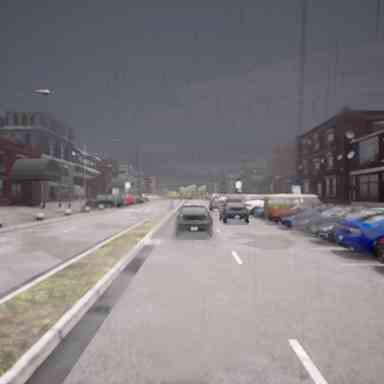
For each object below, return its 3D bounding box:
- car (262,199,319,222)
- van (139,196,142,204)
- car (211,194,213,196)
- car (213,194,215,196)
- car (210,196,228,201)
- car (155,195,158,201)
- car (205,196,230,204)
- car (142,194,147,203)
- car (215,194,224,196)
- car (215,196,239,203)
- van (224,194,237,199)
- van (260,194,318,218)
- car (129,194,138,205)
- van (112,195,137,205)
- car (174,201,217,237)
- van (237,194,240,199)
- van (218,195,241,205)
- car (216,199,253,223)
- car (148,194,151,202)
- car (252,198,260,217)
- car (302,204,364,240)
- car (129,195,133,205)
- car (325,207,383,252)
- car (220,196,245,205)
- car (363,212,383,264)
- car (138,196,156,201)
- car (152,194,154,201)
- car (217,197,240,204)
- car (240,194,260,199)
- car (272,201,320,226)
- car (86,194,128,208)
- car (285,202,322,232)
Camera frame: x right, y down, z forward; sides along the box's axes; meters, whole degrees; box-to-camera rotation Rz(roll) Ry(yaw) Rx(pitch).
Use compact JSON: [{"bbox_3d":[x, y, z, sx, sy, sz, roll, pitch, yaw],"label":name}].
[{"bbox_3d":[7.648,1.432,22.593,5.008,1.535,2.097,0,0,0],"label":"car"},{"bbox_3d":[-12.983,1.513,66.723,4.442,1.987,1.878,0,0,0],"label":"van"},{"bbox_3d":[7.615,1.650,80.505,4.553,1.767,2.185,0,0,0],"label":"car"},{"bbox_3d":[7.831,1.756,72.229,5.366,1.575,1.946,0,0,0],"label":"car"},{"bbox_3d":[7.642,1.810,94.284,5.008,1.535,2.097,0,0,0],"label":"car"},{"bbox_3d":[-13.000,1.784,91.860,5.366,1.575,1.946,0,0,0],"label":"car"},{"bbox_3d":[3.100,1.587,41.809,2.128,1.511,4.902,0,0,0],"label":"car"},{"bbox_3d":[-12.829,1.497,69.622,5.566,2.045,2.435,0,0,0],"label":"car"},{"bbox_3d":[7.617,1.464,61.198,5.566,2.045,2.435,0,0,0],"label":"car"},{"bbox_3d":[7.831,1.763,74.988,5.366,1.575,1.946,0,0,0],"label":"car"},{"bbox_3d":[7.761,1.441,52.922,4.442,1.987,1.878,0,0,0],"label":"van"},{"bbox_3d":[7.758,1.217,25.229,4.442,1.987,1.878,0,0,0],"label":"van"},{"bbox_3d":[-12.925,1.449,58.387,5.566,2.045,2.435,0,0,0],"label":"car"},{"bbox_3d":[-12.993,1.503,64.070,4.442,1.987,1.878,0,0,0],"label":"van"},{"bbox_3d":[0.101,1.447,17.770,1.837,1.490,4.892,0,0,0],"label":"car"},{"bbox_3d":[7.526,1.297,36.377,4.442,1.987,1.878,0,-1,0],"label":"van"},{"bbox_3d":[7.528,1.515,66.714,4.442,1.987,1.878,0,0,0],"label":"van"},{"bbox_3d":[3.098,1.466,25.146,1.837,1.490,4.892,0,-1,0],"label":"car"},{"bbox_3d":[-12.838,1.766,77.840,5.008,1.535,2.097,0,0,0],"label":"car"},{"bbox_3d":[7.645,1.498,28.105,4.674,1.452,2.002,0,0,0],"label":"car"},{"bbox_3d":[7.647,1.422,14.325,4.892,1.521,2.231,0,0,0],"label":"car"},{"bbox_3d":[-12.881,1.714,55.732,4.792,1.488,2.163,0,0,0],"label":"car"},{"bbox_3d":[7.636,1.425,11.569,5.008,1.535,2.097,0,0,0],"label":"car"},{"bbox_3d":[7.676,1.604,63.956,4.553,1.767,2.185,0,0,0],"label":"car"},{"bbox_3d":[7.645,1.432,8.813,5.008,1.535,2.097,0,0,0],"label":"car"},{"bbox_3d":[-12.812,1.841,94.630,4.674,1.452,2.002,0,0,0],"label":"car"},{"bbox_3d":[-12.838,1.773,83.400,4.892,1.521,2.231,0,0,0],"label":"car"},{"bbox_3d":[7.643,1.791,69.472,4.674,1.452,2.002,0,0,0],"label":"car"},{"bbox_3d":[7.614,1.225,30.866,5.566,2.045,2.435,0,-1,0],"label":"car"},{"bbox_3d":[7.612,1.454,19.838,4.792,1.488,2.163,0,0,0],"label":"car"},{"bbox_3d":[-12.965,1.393,50.051,5.566,2.045,2.435,0,0,0],"label":"car"},{"bbox_3d":[7.648,1.422,17.082,4.892,1.521,2.231,0,0,0],"label":"car"}]
